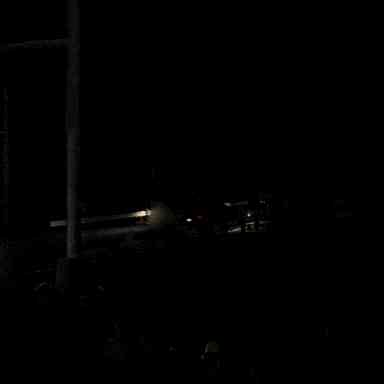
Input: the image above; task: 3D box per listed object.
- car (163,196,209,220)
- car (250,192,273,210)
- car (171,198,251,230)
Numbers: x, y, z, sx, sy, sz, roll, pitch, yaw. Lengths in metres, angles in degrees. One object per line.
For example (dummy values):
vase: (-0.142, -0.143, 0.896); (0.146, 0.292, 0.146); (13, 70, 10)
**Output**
car: (0.095, 1.091, 22.946); (2.128, 1.511, 4.902); (0, 3, 41)
car: (6.974, 0.779, 30.642); (1.882, 1.535, 5.008); (0, 1, 42)
car: (1.149, 1.297, 18.509); (1.994, 1.385, 4.181); (0, 3, 40)
